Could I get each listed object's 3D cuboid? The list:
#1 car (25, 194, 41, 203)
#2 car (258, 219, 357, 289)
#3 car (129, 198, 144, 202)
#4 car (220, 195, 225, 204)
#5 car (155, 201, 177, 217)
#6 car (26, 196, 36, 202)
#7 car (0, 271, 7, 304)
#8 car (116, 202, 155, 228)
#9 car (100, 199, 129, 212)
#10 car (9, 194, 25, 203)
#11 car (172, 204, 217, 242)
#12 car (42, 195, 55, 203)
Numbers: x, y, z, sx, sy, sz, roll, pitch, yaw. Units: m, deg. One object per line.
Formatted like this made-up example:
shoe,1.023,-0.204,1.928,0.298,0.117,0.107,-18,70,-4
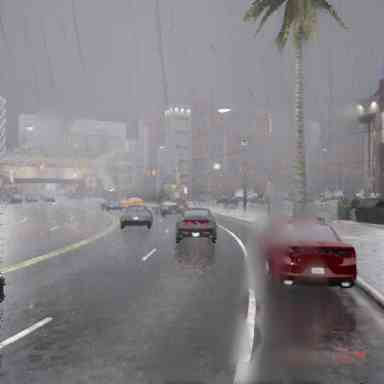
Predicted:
car,-34.294,1.650,71.457,1.994,1.385,4.181,0,0,-28
car,2.944,1.477,9.315,1.882,1.535,5.008,0,0,8
car,-7.543,1.515,43.145,1.882,1.535,5.008,0,0,-27
car,5.934,1.277,57.265,2.185,1.767,4.553,0,0,-28
car,-2.312,1.547,31.332,1.812,1.442,4.674,0,0,-18
car,-38.641,1.635,79.725,2.128,1.511,4.902,0,0,-28
car,-4.915,1.516,4.462,1.837,1.490,4.892,0,0,17
car,-3.685,1.583,22.266,1.994,1.385,4.181,0,0,-7
car,-9.550,1.586,39.459,2.033,1.411,5.357,0,0,-27
car,-37.586,1.583,71.486,2.097,1.535,5.008,0,0,-28
car,0.191,1.515,16.438,1.837,1.490,4.892,0,0,1
car,-31.427,1.690,73.525,1.895,1.301,4.718,0,0,-28
